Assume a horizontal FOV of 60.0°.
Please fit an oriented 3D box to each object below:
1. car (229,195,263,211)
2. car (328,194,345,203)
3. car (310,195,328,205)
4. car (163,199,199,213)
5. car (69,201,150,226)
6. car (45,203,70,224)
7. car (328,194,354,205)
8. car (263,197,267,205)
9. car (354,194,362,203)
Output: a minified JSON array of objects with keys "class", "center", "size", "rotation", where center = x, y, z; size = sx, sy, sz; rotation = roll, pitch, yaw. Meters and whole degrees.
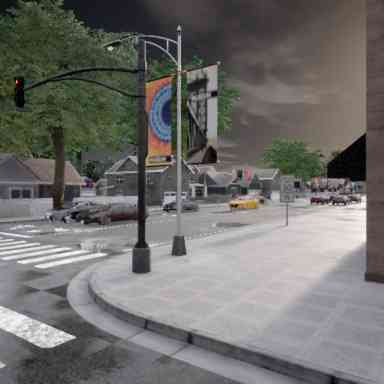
[{"class":"car","center":[6.037,1.268,38.458],"size":[1.882,1.535,5.008],"rotation":[0,0,36]},{"class":"car","center":[26.708,1.146,61.444],"size":[1.837,1.490,4.892],"rotation":[0,0,36]},{"class":"car","center":[20.071,1.171,52.164],"size":[1.882,1.535,5.008],"rotation":[0,0,36]},{"class":"car","center":[-1.074,1.395,34.118],"size":[1.994,1.385,4.181],"rotation":[0,0,36]},{"class":"car","center":[-5.238,1.445,22.712],"size":[2.033,1.411,5.357],"rotation":[0,0,36]},{"class":"car","center":[-8.175,1.391,24.186],"size":[2.128,1.511,4.902],"rotation":[0,0,36]},{"class":"car","center":[22.324,1.203,49.727],"size":[1.837,1.490,4.892],"rotation":[0,0,36]},{"class":"car","center":[9.143,1.216,48.304],"size":[1.882,1.535,5.008],"rotation":[0,0,36]},{"class":"car","center":[28.319,1.155,58.114],"size":[1.837,1.490,4.892],"rotation":[0,0,36]}]
